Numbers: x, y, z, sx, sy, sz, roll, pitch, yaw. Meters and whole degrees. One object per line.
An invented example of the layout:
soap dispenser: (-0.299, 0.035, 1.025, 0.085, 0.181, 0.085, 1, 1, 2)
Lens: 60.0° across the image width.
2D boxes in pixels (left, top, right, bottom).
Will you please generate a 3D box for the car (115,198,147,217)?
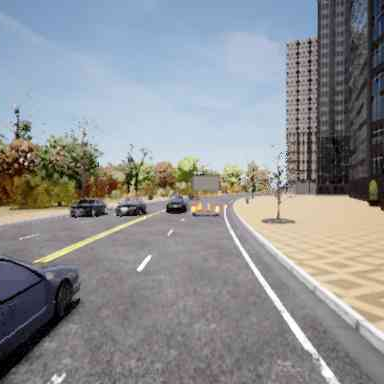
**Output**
car: (-5.283, 1.279, 29.322, 2.128, 1.511, 4.902, 0, 0, 5)

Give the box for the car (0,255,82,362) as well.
car: (-3.143, 1.513, 4.118, 2.033, 1.411, 5.357, 0, 0, 1)

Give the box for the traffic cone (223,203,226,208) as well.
traffic cone: (4.084, 1.679, 41.746, 0.340, 0.580, 0.340, 0, 0, 6)

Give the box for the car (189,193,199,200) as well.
car: (0.271, 1.012, 69.241, 1.837, 1.490, 4.892, 0, 0, 11)

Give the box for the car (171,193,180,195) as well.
car: (-3.394, 1.042, 67.425, 2.128, 1.511, 4.902, 0, 1, 11)

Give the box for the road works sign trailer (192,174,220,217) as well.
road works sign trailer: (1.219, 0.269, 28.954, 2.380, 3.560, 2.880, 0, 0, 6)

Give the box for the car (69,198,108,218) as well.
car: (-8.636, 1.295, 28.209, 1.837, 1.490, 4.892, 0, 0, 5)

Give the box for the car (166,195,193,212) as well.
car: (-1.405, 1.326, 34.304, 1.994, 1.385, 4.181, 0, 0, 6)
